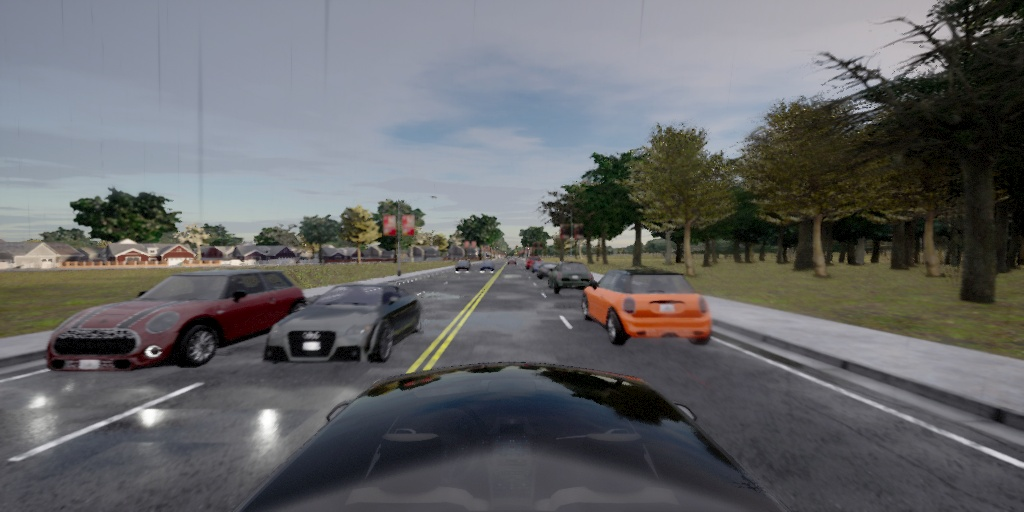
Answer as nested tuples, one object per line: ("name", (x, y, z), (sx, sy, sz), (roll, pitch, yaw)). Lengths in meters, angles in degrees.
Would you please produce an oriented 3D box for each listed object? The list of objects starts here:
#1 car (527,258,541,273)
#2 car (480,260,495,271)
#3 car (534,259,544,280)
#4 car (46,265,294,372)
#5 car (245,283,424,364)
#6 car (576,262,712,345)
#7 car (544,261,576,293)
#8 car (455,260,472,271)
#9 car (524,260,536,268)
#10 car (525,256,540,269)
("car", (3.253, 1.302, 42.670), (2.033, 1.411, 5.357), (0, 0, 0))
("car", (-3.323, 1.305, 49.219), (2.033, 1.411, 5.357), (0, 0, 0))
("car", (3.252, 1.277, 31.669), (1.812, 1.442, 4.674), (0, 0, 0))
("car", (-6.599, 1.100, 7.843), (2.097, 1.767, 4.553), (0, 0, 0))
("car", (-3.348, 1.312, 7.979), (1.994, 1.385, 4.181), (0, 0, 0))
("car", (3.251, 1.101, 9.635), (2.097, 1.767, 4.553), (0, 0, 0))
("car", (3.251, 1.101, 20.637), (2.097, 1.767, 4.553), (0, 0, 0))
("car", (-6.574, 1.305, 49.219), (2.033, 1.411, 5.357), (0, 0, 0))
("car", (3.254, 1.368, 64.704), (1.895, 1.301, 4.718), (0, 0, 0))
("car", (3.254, 0.982, 53.702), (2.150, 2.045, 5.566), (0, 0, 0))
